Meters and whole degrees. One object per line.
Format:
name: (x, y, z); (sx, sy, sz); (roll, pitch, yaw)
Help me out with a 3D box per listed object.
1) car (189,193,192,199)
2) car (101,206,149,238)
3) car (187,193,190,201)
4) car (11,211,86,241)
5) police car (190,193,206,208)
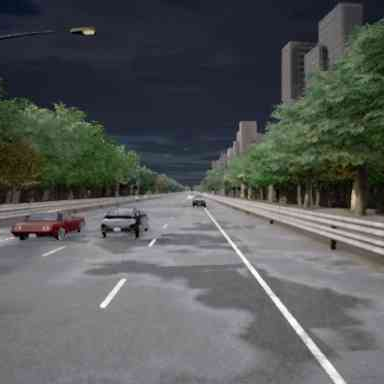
car: (1.024, 1.352, 57.744); (2.097, 1.767, 4.553); (0, 0, 0)
car: (-3.408, 1.497, 17.571); (2.128, 1.511, 4.902); (0, 0, 0)
car: (-0.037, 1.207, 82.732); (2.150, 2.045, 5.566); (0, 0, 0)
car: (-6.905, 1.606, 16.634); (1.895, 1.301, 4.718); (0, 0, 0)
police car: (1.029, 1.427, 47.884); (1.930, 1.638, 5.238); (0, 0, 0)
